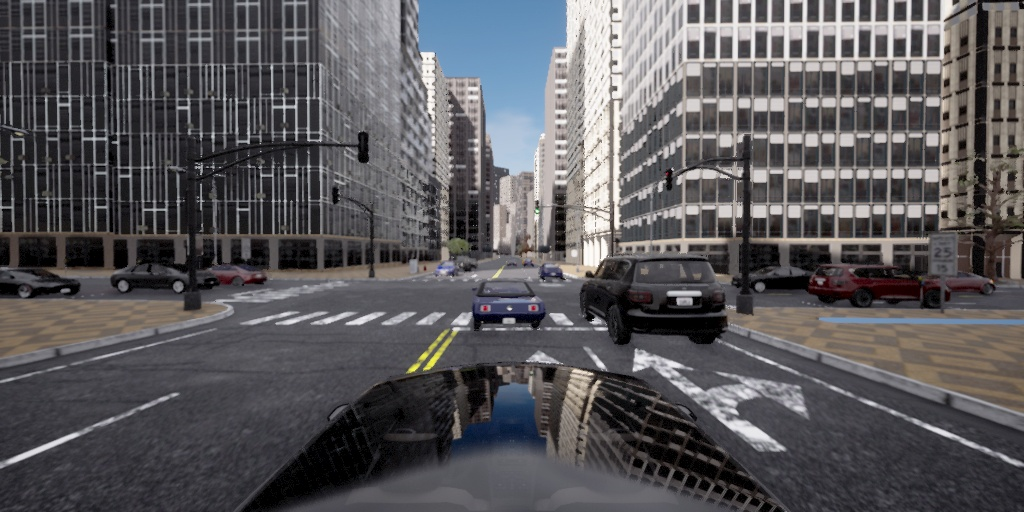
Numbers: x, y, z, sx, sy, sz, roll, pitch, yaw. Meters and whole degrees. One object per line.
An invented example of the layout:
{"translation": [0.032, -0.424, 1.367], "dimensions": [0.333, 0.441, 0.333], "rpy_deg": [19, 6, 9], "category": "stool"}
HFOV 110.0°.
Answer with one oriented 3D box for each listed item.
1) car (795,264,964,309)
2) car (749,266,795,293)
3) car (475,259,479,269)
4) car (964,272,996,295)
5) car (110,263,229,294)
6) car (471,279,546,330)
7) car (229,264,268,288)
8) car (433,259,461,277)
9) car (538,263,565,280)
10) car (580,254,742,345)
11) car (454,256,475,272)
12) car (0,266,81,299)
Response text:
{"translation": [16.190, 1.305, 16.041], "dimensions": [5.009, 1.841, 2.192], "rpy_deg": [0, 0, 1], "category": "car"}
{"translation": [16.088, 1.384, 21.822], "dimensions": [5.008, 1.535, 1.882], "rpy_deg": [0, 1, 0], "category": "car"}
{"translation": [-6.516, 1.155, 56.774], "dimensions": [2.097, 1.767, 4.553], "rpy_deg": [0, 0, 0], "category": "car"}
{"translation": [26.102, 1.559, 21.650], "dimensions": [4.181, 1.385, 1.994], "rpy_deg": [1, 1, 1], "category": "car"}
{"translation": [-18.443, 1.148, 19.179], "dimensions": [4.892, 1.490, 1.837], "rpy_deg": [1, 1, 1], "category": "car"}
{"translation": [-0.317, 1.389, 11.220], "dimensions": [1.895, 1.301, 4.718], "rpy_deg": [0, -1, -6], "category": "car"}
{"translation": [-17.655, 1.169, 22.279], "dimensions": [4.181, 1.385, 1.994], "rpy_deg": [1, 1, 2], "category": "car"}
{"translation": [-6.599, 1.315, 36.595], "dimensions": [1.812, 1.442, 4.674], "rpy_deg": [0, 0, -2], "category": "car"}
{"translation": [3.347, 1.310, 31.340], "dimensions": [1.812, 1.442, 4.674], "rpy_deg": [0, 0, 0], "category": "car"}
{"translation": [3.342, 0.987, 9.629], "dimensions": [2.150, 2.045, 5.566], "rpy_deg": [0, 0, 0], "category": "car"}
{"translation": [-6.586, 1.018, 46.558], "dimensions": [2.150, 2.045, 5.566], "rpy_deg": [0, 0, 0], "category": "car"}
{"translation": [-22.735, 1.208, 16.558], "dimensions": [4.313, 1.339, 1.948], "rpy_deg": [0, 0, 1], "category": "car"}
